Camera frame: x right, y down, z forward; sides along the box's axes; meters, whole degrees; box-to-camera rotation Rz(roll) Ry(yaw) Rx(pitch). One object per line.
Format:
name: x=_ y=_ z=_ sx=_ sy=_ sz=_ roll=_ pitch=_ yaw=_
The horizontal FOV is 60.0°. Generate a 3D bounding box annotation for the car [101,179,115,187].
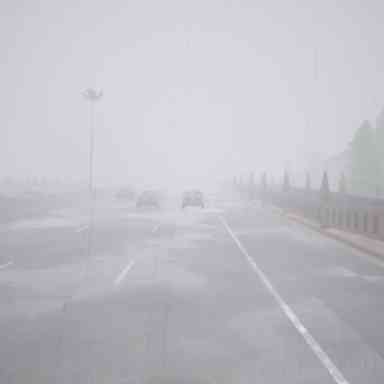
car: x=-17.489 y=-1.664 z=69.887 sx=2.150 sy=2.045 sz=5.566 roll=0 pitch=1 yaw=0

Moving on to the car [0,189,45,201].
car: x=-14.090 y=0.475 z=28.668 sx=1.994 sy=1.385 sz=4.181 roll=0 pitch=3 yaw=0

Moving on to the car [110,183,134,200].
car: x=-6.900 y=0.070 z=35.724 sx=2.128 sy=1.511 sz=4.902 roll=0 pitch=3 yaw=0

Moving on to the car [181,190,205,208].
car: x=0.084 y=0.519 z=27.421 sx=2.033 sy=1.411 sz=5.357 roll=0 pitch=3 yaw=0

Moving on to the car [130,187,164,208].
car: x=-3.417 y=0.516 z=27.478 sx=2.033 sy=1.411 sz=5.357 roll=0 pitch=3 yaw=0

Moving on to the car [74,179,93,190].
car: x=-20.993 y=-1.538 z=64.602 sx=2.150 sy=2.045 sz=5.566 roll=0 pitch=2 yaw=0
